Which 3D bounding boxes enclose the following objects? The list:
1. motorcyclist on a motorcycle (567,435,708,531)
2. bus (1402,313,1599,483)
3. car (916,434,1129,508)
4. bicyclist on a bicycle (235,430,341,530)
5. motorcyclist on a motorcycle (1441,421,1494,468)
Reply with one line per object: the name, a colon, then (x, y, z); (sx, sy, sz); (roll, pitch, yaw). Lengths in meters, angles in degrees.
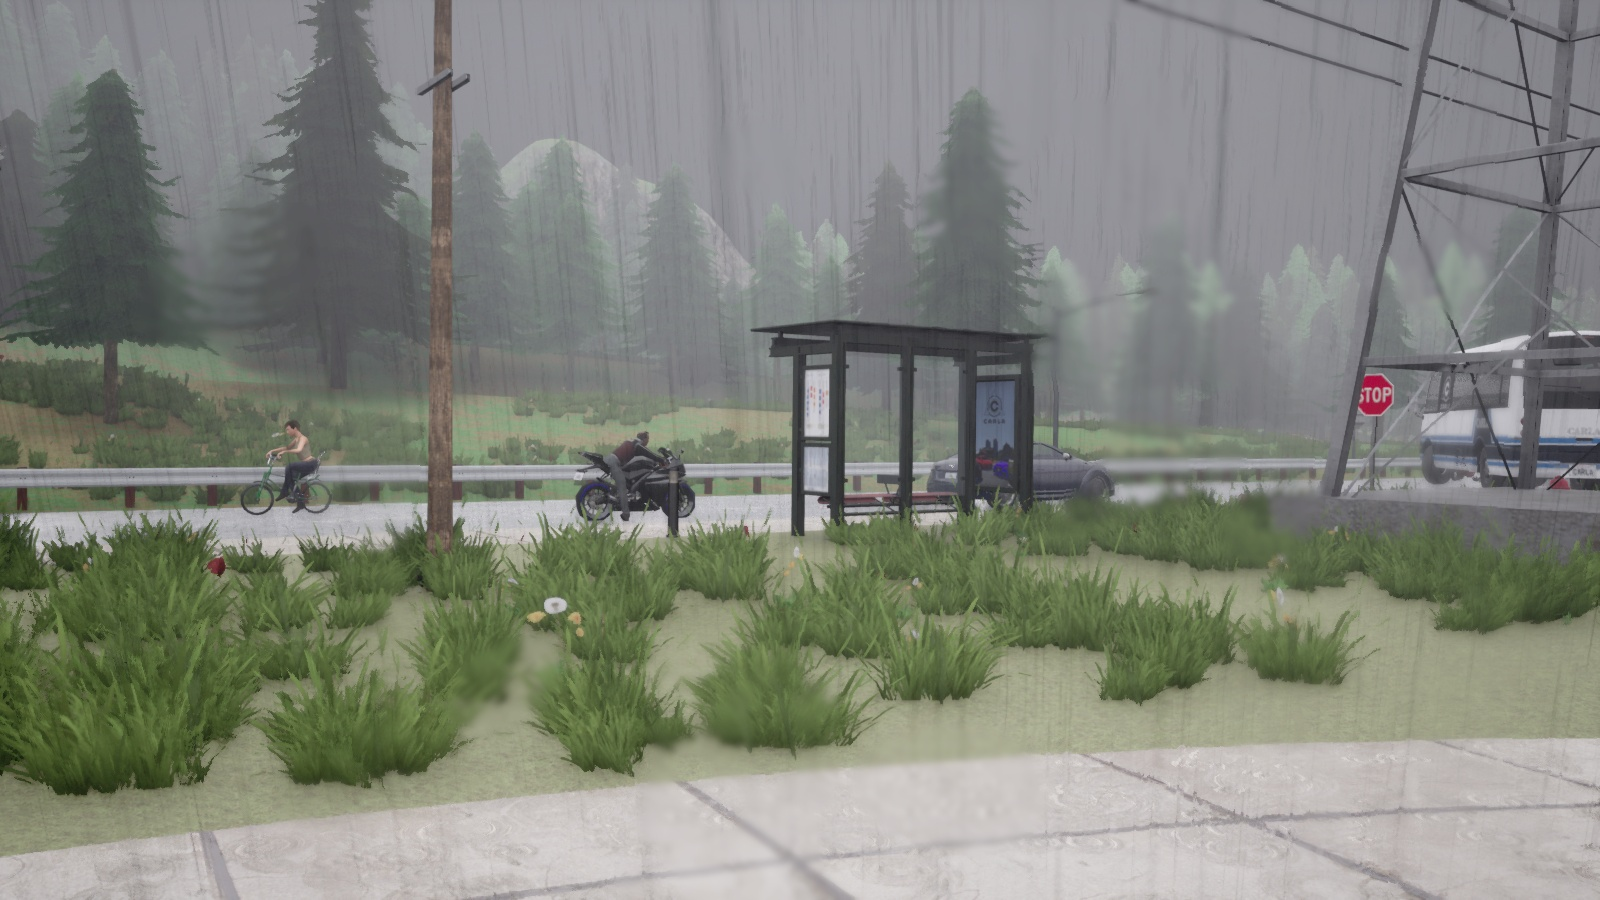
motorcyclist on a motorcycle: (-2.729, 0.518, 21.208); (2.191, 1.530, 0.866); (-1, 1, -35)
bus: (20.869, -1.400, 36.621); (3.944, 4.253, 10.273); (0, 1, 14)
car: (4.695, 0.383, 26.325); (4.181, 1.385, 1.994); (-1, 1, -34)
bicyclist on a bicycle: (-8.697, 0.481, 21.338); (1.509, 1.612, 0.866); (-1, 1, -34)
motorcyclist on a motorcycle: (22.955, -0.199, 43.160); (1.817, 1.590, 0.866); (-1, 1, -35)
